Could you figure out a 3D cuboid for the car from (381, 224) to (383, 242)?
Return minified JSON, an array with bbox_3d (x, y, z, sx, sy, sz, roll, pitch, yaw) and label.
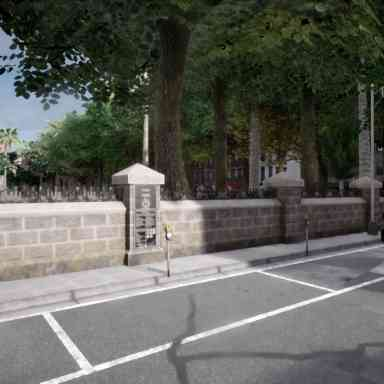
[{"bbox_3d":[9.670,1.310,13.439,5.009,1.841,2.192,0,0,-36],"label":"car"}]
